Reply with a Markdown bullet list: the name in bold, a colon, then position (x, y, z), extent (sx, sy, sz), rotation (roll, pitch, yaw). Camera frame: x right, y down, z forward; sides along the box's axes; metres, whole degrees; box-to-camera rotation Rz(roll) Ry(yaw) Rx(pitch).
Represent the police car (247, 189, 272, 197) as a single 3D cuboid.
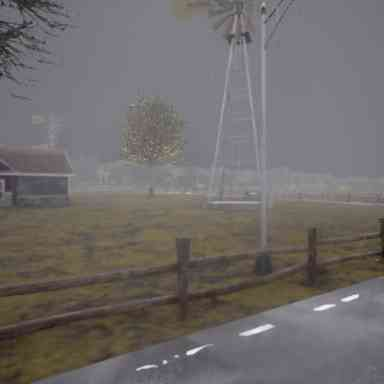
- **police car**: position (12.014, 0.188, 59.609), extent (2.038, 1.542, 4.974), rotation (0, 2, -36)
